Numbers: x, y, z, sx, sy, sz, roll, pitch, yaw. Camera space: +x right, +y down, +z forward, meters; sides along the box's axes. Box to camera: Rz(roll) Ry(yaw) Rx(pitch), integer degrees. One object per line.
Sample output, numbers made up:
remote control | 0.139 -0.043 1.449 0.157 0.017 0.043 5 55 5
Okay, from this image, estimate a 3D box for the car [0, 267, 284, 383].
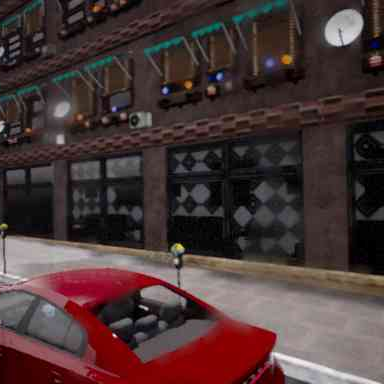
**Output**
car | -1.299 1.536 3.672 4.507 1.381 1.887 0 -1 36
